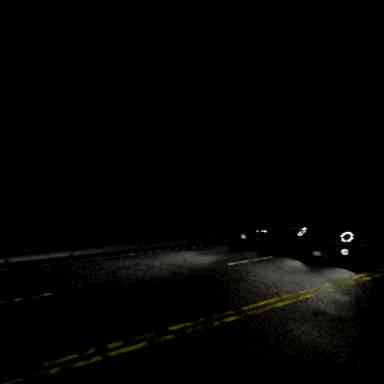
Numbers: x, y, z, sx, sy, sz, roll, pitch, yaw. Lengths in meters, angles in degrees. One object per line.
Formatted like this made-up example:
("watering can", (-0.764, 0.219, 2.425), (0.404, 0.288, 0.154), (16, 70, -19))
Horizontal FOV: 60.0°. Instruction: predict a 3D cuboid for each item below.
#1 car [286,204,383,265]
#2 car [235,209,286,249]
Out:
("car", (5.758, 1.359, 11.826), (4.553, 1.767, 2.097), (0, 0, -36))
("car", (4.021, 1.499, 14.577), (4.902, 1.511, 2.128), (0, 0, -36))
